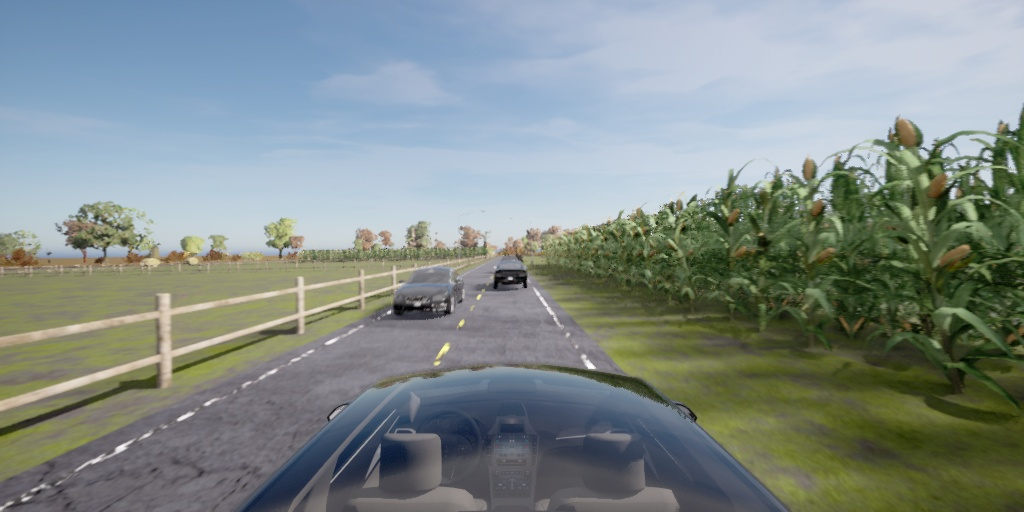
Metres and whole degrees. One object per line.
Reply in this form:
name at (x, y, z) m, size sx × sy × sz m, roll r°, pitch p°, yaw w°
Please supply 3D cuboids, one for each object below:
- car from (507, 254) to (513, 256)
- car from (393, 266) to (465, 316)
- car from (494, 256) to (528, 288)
car at (-0.254, 0.719, 37.349) m, size 2.097 × 1.767 × 4.553 m, roll -1°, pitch 0°, yaw 0°
car at (-2.839, 1.165, 13.071) m, size 1.837 × 1.490 × 4.892 m, roll -1°, pitch 1°, yaw -1°
car at (-0.090, 1.014, 21.556) m, size 1.882 × 1.535 × 5.008 m, roll -1°, pitch 1°, yaw 0°
